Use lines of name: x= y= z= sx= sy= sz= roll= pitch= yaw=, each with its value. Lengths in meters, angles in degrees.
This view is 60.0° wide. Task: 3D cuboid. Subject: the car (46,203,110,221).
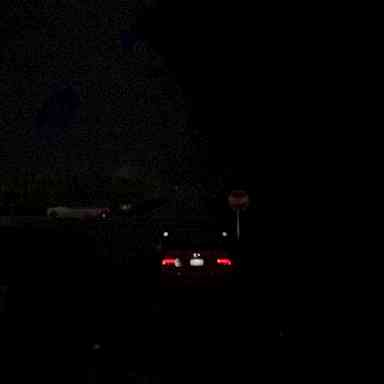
car: x=-8.951 y=1.484 z=26.104 sx=4.718 sy=1.301 sz=1.895 roll=1 pitch=2 yaw=15

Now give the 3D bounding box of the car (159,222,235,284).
car: x=0.099 y=1.575 z=9.727 sx=2.033 sy=1.411 sz=5.357 roll=0 pitch=0 yaw=0
